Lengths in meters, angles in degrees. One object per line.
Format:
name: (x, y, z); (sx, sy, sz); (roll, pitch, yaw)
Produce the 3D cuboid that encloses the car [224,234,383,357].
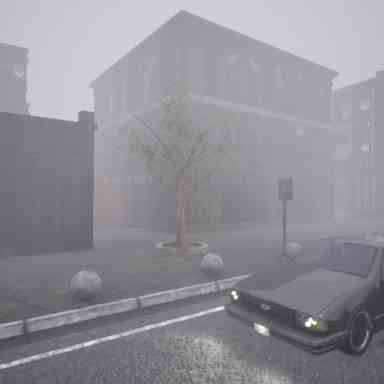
car: (3.148, 1.548, 6.231); (5.357, 1.411, 2.033); (0, 0, -35)
